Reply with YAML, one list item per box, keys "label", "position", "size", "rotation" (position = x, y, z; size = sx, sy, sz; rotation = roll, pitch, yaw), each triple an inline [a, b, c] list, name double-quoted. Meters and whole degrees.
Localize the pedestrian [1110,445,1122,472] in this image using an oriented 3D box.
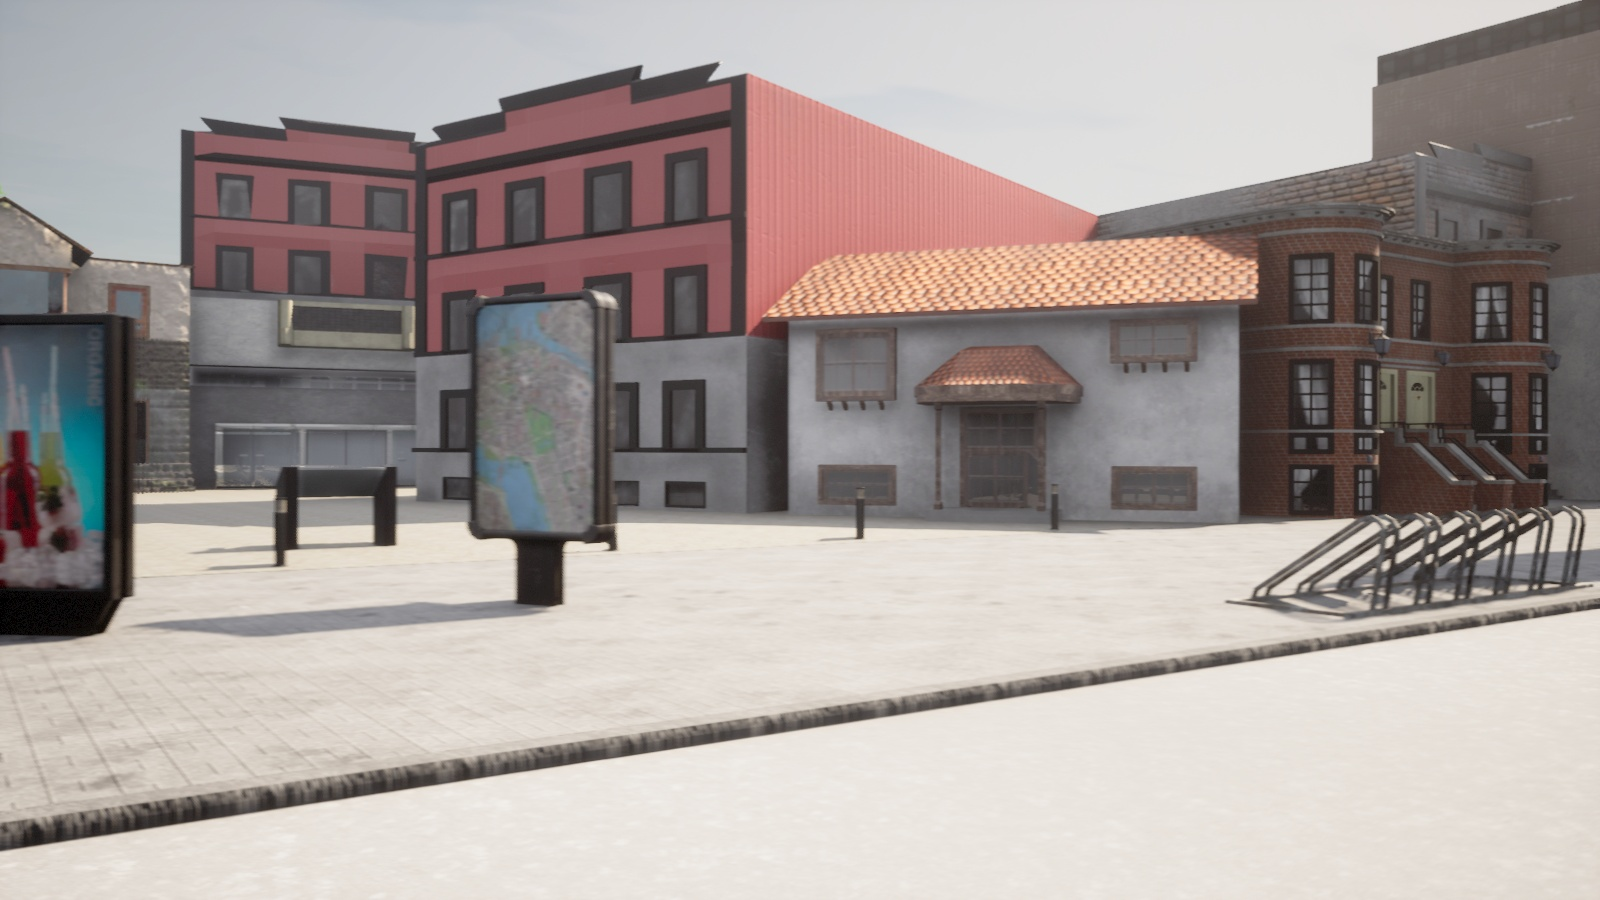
- label: "pedestrian"
  position: [23.219, 0.622, 92.280]
  size: [0.396, 1.930, 0.692]
  rotation: [0, 0, -36]
